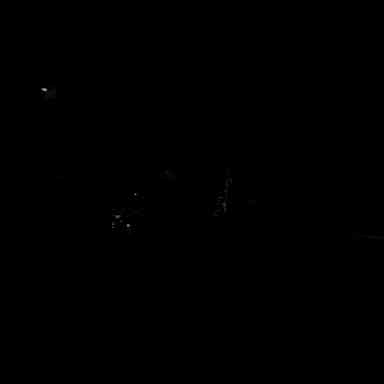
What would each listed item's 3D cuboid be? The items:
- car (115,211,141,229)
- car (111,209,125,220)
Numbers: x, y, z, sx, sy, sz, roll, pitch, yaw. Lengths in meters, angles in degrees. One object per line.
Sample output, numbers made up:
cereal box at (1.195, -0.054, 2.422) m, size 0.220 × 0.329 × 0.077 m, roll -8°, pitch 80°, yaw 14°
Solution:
car at (-5.995, 2.861, 32.549) m, size 1.895 × 1.301 × 4.718 m, roll 5°, pitch -3°, yaw -5°
car at (-9.919, 3.161, 45.629) m, size 2.128 × 1.511 × 4.902 m, roll 5°, pitch -3°, yaw -5°
